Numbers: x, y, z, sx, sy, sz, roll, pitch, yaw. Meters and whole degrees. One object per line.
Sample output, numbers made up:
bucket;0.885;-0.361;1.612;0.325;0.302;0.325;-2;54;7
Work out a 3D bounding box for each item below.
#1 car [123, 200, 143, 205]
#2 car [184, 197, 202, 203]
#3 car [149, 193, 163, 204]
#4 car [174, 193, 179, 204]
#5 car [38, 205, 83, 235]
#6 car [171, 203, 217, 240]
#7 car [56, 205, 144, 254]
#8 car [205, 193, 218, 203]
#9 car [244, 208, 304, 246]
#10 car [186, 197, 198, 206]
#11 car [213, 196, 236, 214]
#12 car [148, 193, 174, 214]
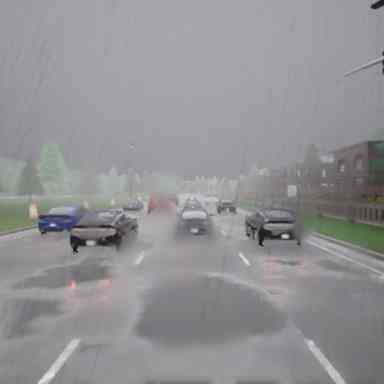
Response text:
car;-6.894;1.569;39.259;1.994;1.385;4.181;0;0;0
car;0.106;1.569;36.799;1.994;1.385;4.181;0;0;0
car;-6.989;1.230;65.316;2.150;2.045;5.566;0;0;0
car;-3.456;1.231;58.233;2.150;2.045;5.566;0;0;1
car;-6.897;1.480;18.935;1.882;1.535;5.008;0;0;0
car;0.104;1.528;16.950;1.812;1.442;4.674;0;0;0
car;-3.398;1.493;13.589;2.128;1.511;4.902;0;0;0
car;3.552;1.231;58.999;2.150;2.045;5.566;0;0;1
car;3.603;1.494;15.260;2.128;1.511;4.902;0;0;0
car;0.039;1.555;57.705;2.033;1.411;5.357;0;0;1
car;3.607;1.509;36.128;1.837;1.490;4.892;0;0;0
car;-3.393;1.226;35.746;2.150;2.045;5.566;0;0;0
